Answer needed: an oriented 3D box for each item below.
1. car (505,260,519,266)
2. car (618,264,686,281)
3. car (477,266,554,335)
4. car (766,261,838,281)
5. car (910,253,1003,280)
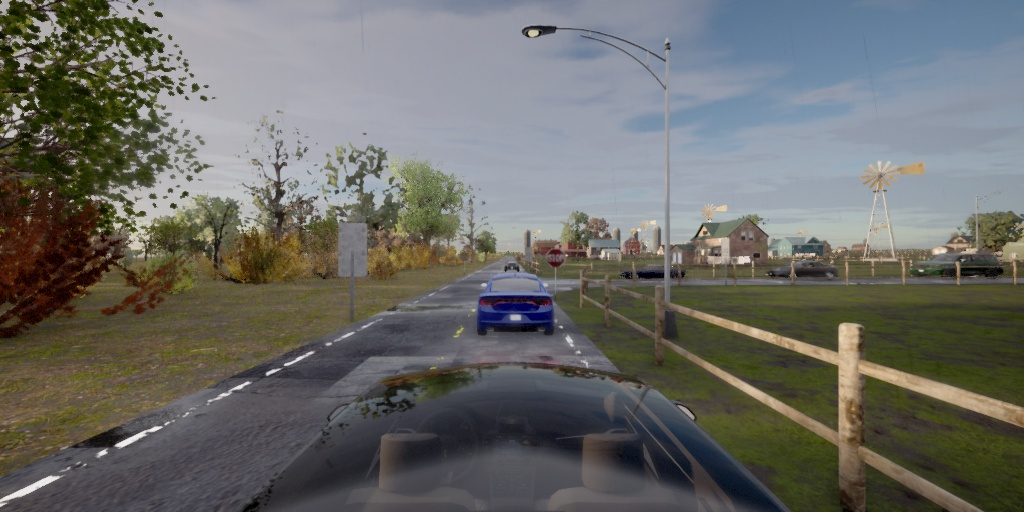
[{"bbox_3d":[-0.003,1.247,47.900,1.812,1.442,4.674,0,0,0],"label":"car"},{"bbox_3d":[10.914,1.305,28.276,4.718,1.301,1.895,0,0,2],"label":"car"},{"bbox_3d":[0.082,1.227,10.484,1.882,1.535,5.008,0,0,0],"label":"car"},{"bbox_3d":[22.858,1.158,28.337,4.892,1.490,1.837,0,0,-1],"label":"car"},{"bbox_3d":[35.349,0.821,28.572,5.566,2.045,2.150,0,0,-1],"label":"car"}]
